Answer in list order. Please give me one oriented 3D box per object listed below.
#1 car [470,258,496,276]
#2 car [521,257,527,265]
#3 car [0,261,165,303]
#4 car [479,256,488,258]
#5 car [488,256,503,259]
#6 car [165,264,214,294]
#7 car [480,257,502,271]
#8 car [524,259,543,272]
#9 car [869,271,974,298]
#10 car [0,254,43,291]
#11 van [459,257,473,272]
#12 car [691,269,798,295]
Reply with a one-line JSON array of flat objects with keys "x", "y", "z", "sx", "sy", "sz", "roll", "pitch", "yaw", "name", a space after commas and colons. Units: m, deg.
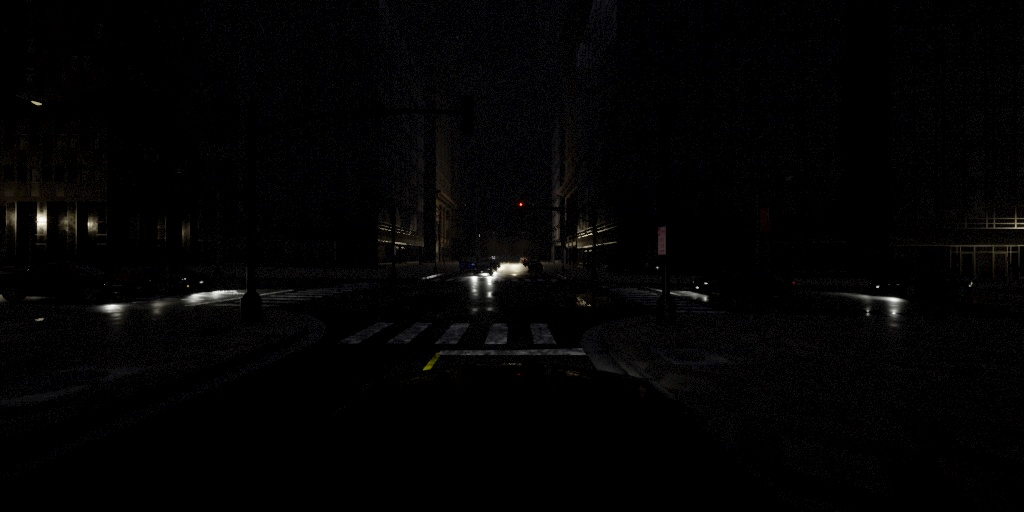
[{"x": -2.925, "y": 1.252, "z": 37.232, "sx": 1.812, "sy": 1.442, "sz": 4.674, "roll": 0, "pitch": 0, "yaw": 0, "name": "car"}, {"x": 2.997, "y": 1.270, "z": 62.040, "sx": 1.802, "sy": 1.307, "sz": 4.207, "roll": 0, "pitch": 0, "yaw": 0, "name": "car"}, {"x": -17.608, "y": 0.993, "z": 14.568, "sx": 5.008, "sy": 1.535, "sz": 1.882, "roll": 1, "pitch": 0, "yaw": 0, "name": "car"}, {"x": -5.528, "y": 1.128, "z": 62.094, "sx": 1.967, "sy": 1.591, "sz": 4.097, "roll": 0, "pitch": 0, "yaw": 0, "name": "car"}, {"x": -2.781, "y": 1.223, "z": 57.400, "sx": 1.812, "sy": 1.442, "sz": 4.674, "roll": 0, "pitch": 0, "yaw": 0, "name": "car"}, {"x": -17.417, "y": 1.094, "z": 17.817, "sx": 4.181, "sy": 1.385, "sz": 1.994, "roll": 1, "pitch": 0, "yaw": 0, "name": "car"}, {"x": -2.862, "y": 1.206, "z": 47.288, "sx": 2.128, "sy": 1.511, "sz": 4.902, "roll": 0, "pitch": 0, "yaw": 0, "name": "car"}, {"x": 2.886, "y": 1.283, "z": 45.092, "sx": 1.948, "sy": 1.339, "sz": 4.313, "roll": 0, "pitch": 0, "yaw": 0, "name": "car"}, {"x": 23.882, "y": 1.599, "z": 21.030, "sx": 4.892, "sy": 1.490, "sz": 1.837, "roll": 1, "pitch": 0, "yaw": 0, "name": "car"}, {"x": -27.026, "y": 0.758, "z": 17.875, "sx": 4.553, "sy": 1.767, "sz": 2.097, "roll": 1, "pitch": 0, "yaw": 0, "name": "car"}, {"x": -5.639, "y": 1.058, "z": 45.147, "sx": 1.690, "sy": 1.789, "sz": 3.998, "roll": 0, "pitch": 0, "yaw": 0, "name": "van"}, {"x": 13.570, "y": 1.503, "z": 21.086, "sx": 5.357, "sy": 1.411, "sz": 2.033, "roll": 1, "pitch": 0, "yaw": 0, "name": "car"}]
